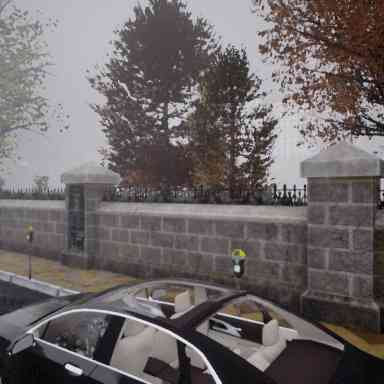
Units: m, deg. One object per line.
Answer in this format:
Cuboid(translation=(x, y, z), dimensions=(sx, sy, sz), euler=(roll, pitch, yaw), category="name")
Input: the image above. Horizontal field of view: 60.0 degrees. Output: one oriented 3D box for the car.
Cuboid(translation=(-0.428, 1.551, 3.183), dimensions=(4.403, 1.369, 2.008), euler=(0, 0, 36), category="car")
